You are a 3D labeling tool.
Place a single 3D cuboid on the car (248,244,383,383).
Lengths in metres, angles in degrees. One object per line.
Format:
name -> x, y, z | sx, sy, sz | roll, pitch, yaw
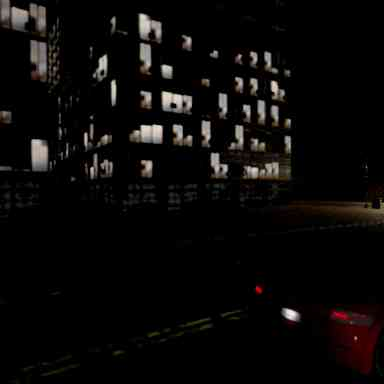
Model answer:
car -> 2.927, 1.586, 5.528 | 4.181, 1.385, 1.994 | 0, 0, -36
